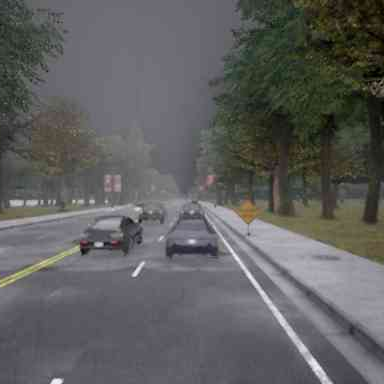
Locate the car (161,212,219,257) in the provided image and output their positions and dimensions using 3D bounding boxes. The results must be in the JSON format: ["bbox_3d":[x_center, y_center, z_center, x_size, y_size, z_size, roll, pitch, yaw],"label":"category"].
[{"bbox_3d":[0.013,1.719,13.586,1.994,1.385,4.181,0,-1,0],"label":"car"}]

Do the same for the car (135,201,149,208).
[{"bbox_3d":[-9.809,2.429,65.346,1.895,1.301,4.718,0,-1,0],"label":"car"}]

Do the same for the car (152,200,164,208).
[{"bbox_3d":[-6.562,2.332,65.370,1.837,1.490,4.892,0,-1,0],"label":"car"}]

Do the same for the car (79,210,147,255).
[{"bbox_3d":[-3.236,1.683,13.897,1.812,1.442,4.674,0,0,0],"label":"car"}]

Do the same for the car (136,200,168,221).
[{"bbox_3d":[-3.250,1.682,28.451,2.097,1.767,4.553,0,-1,0],"label":"car"}]

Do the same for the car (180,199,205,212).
[{"bbox_3d":[0.001,1.683,28.453,2.097,1.767,4.553,0,-1,0],"label":"car"}]

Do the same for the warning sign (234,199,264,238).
[{"bbox_3d":[2.821,1.306,16.703,1.300,1.860,1.060,-1,-2,0],"label":"warning sign"}]
